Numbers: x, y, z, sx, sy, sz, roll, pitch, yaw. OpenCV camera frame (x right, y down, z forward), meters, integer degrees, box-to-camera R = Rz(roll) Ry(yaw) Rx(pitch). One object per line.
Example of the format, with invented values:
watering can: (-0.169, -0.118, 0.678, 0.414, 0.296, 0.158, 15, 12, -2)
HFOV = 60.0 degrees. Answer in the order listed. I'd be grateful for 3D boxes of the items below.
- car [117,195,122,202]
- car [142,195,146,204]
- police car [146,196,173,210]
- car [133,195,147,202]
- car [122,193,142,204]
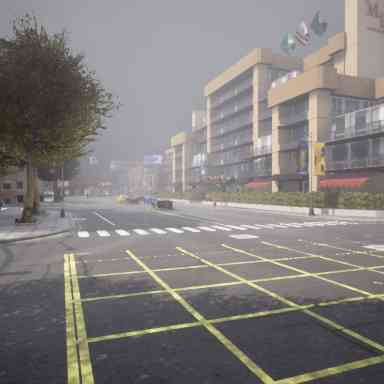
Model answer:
car: (-14.500, 1.360, 70.225, 1.882, 1.535, 5.008, 0, 0, -21)
car: (-7.917, 1.478, 62.987, 1.882, 1.535, 5.008, 0, 0, -21)
police car: (-4.054, 1.425, 43.471, 1.930, 1.638, 5.238, 0, 0, -21)
car: (-11.243, 1.382, 71.504, 1.837, 1.490, 4.892, 0, 0, -21)
car: (-11.177, 1.505, 61.714, 1.837, 1.490, 4.892, 0, 0, -21)
